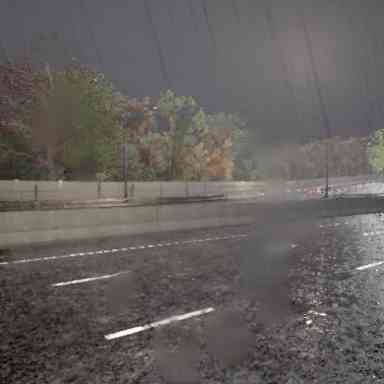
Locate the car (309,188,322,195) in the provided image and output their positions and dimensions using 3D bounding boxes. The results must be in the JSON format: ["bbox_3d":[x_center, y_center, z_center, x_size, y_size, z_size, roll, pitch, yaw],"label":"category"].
[{"bbox_3d":[28.904,-0.116,77.969,2.097,1.767,4.553,0,1,32],"label":"car"}]
